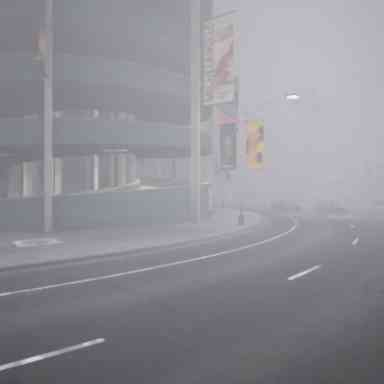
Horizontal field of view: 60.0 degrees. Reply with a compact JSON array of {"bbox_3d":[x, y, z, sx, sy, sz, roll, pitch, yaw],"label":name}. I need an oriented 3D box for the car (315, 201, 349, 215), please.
[{"bbox_3d":[13.856,1.560,33.204,1.994,1.385,4.181,0,0,-1],"label":"car"}]

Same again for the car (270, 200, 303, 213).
[{"bbox_3d":[10.353,1.552,36.898,2.033,1.411,5.357,0,0,-6],"label":"car"}]

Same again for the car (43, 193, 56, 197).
[{"bbox_3d":[-23.179,1.107,55.072,2.435,2.045,5.566,0,0,-36],"label":"car"}]
